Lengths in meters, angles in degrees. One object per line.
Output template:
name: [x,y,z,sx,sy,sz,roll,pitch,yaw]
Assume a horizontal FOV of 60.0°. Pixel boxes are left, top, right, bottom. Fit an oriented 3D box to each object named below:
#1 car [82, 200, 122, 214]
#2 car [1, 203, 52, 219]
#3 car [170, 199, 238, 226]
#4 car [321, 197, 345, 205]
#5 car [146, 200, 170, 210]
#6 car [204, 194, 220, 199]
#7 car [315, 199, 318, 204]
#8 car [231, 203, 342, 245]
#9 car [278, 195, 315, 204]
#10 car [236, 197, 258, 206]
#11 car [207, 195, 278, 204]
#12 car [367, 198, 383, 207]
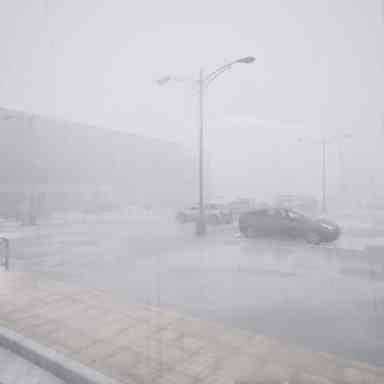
car: [-10.269,1.678,38.161,1.837,1.490,4.892,0,0,35]
car: [-15.346,1.737,30.977,1.994,1.385,4.181,0,0,35]
car: [0.758,1.423,22.422,3.806,1.475,1.970,0,0,35]
car: [23.748,1.564,56.014,3.633,1.501,1.845,0,0,35]
car: [-4.487,1.737,46.313,1.994,1.385,4.181,0,0,36]
car: [3.921,1.395,51.818,2.150,2.045,5.566,0,0,35]
car: [12.916,1.288,40.913,4.605,1.855,1.932,0,0,35]
car: [4.403,1.489,15.364,4.514,1.523,2.007,0,0,35]
car: [11.577,1.267,38.302,3.866,1.878,1.905,0,0,35]
car: [10.053,1.665,60.520,2.128,1.511,4.902,0,0,35]
car: [4.196,1.344,27.851,5.027,1.636,2.152,0,0,35]
car: [28.091,1.575,49.298,3.806,1.475,1.970,0,0,35]
